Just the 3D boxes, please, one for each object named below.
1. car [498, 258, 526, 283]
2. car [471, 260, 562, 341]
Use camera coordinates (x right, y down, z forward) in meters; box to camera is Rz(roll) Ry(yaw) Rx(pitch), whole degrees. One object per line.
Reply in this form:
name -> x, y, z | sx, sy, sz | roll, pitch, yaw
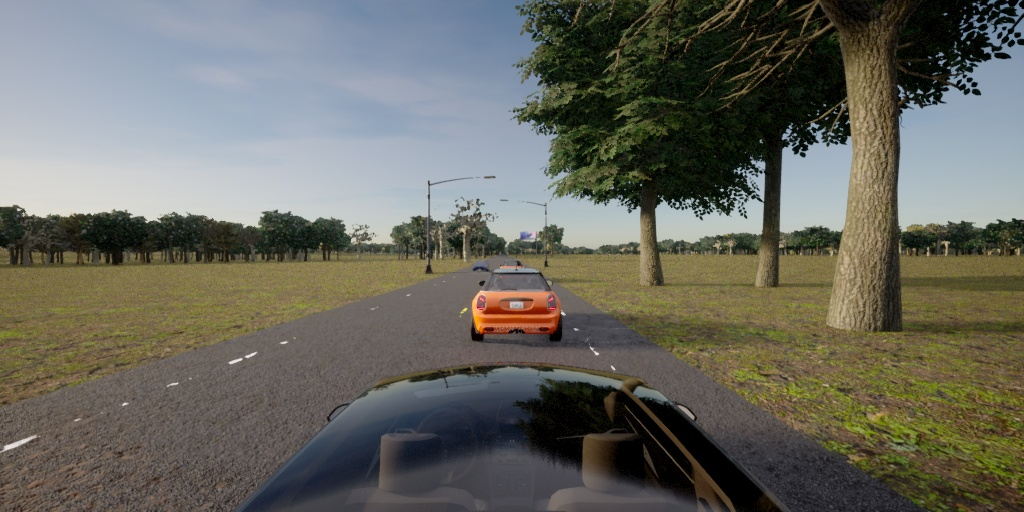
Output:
car -> 0.060, 1.078, 28.858 | 2.097, 1.767, 4.553 | 0, 0, 1
car -> 0.105, 1.098, 10.016 | 2.097, 1.767, 4.553 | 0, 0, 0
